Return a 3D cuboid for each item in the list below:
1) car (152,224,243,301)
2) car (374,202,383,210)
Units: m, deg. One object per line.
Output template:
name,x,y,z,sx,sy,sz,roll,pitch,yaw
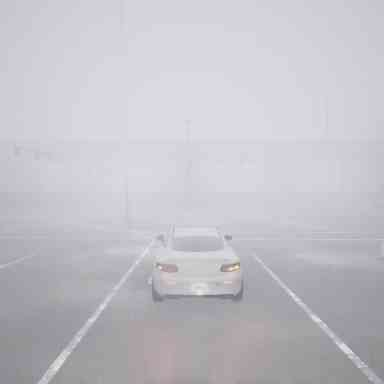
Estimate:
car,0.075,1.527,8.212,1.812,1.442,4.674,0,0,-1
car,23.307,1.397,37.840,4.674,1.442,1.812,-1,0,2
